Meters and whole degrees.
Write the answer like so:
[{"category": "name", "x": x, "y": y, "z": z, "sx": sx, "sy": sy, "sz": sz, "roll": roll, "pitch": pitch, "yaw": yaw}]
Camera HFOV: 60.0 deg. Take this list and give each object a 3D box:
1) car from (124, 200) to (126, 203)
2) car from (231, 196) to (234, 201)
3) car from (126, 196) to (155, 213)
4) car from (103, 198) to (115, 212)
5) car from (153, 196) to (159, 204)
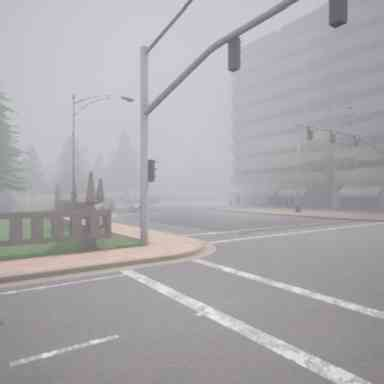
[{"category": "car", "x": -10.559, "y": 1.513, "z": 61.071, "sx": 2.033, "sy": 1.411, "sz": 5.357, "roll": 0, "pitch": 0, "yaw": 14}, {"category": "car", "x": 11.467, "y": 1.505, "z": 81.140, "sx": 4.674, "sy": 1.442, "sz": 1.812, "roll": 0, "pitch": 0, "yaw": -35}, {"category": "car", "x": -5.756, "y": 1.483, "z": 36.637, "sx": 1.812, "sy": 1.442, "sz": 4.674, "roll": 0, "pitch": 0, "yaw": -19}, {"category": "car", "x": -9.825, "y": 1.447, "z": 37.947, "sx": 2.128, "sy": 1.511, "sz": 4.902, "roll": 0, "pitch": 0, "yaw": -16}, {"category": "car", "x": -7.283, "y": 1.460, "z": 59.579, "sx": 2.128, "sy": 1.511, "sz": 4.902, "roll": 0, "pitch": 0, "yaw": 13}]
